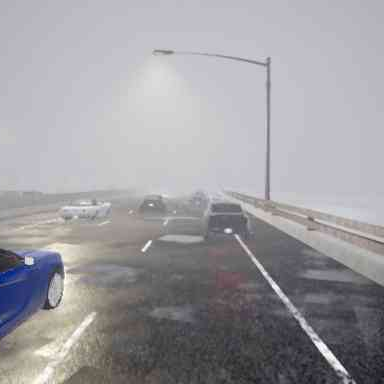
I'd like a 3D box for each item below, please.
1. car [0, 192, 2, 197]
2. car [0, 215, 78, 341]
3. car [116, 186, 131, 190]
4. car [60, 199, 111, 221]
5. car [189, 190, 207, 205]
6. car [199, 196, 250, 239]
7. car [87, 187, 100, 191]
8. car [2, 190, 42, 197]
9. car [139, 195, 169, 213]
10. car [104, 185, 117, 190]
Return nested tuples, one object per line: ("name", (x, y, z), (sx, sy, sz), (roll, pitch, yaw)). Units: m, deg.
("car", (-20.457, 0.654, 36.118), (2.033, 1.411, 5.357), (0, 1, 2))
("car", (-3.360, 1.364, 4.309), (1.882, 1.535, 5.008), (0, 2, 1))
("car", (-15.268, -0.528, 76.758), (2.097, 1.767, 4.553), (0, 1, 3))
("car", (-6.618, 1.071, 21.292), (1.895, 1.301, 4.718), (0, 1, 1))
("car", (0.674, 0.709, 36.576), (1.895, 1.301, 4.718), (0, 1, 2))
("car", (1.391, 1.140, 14.795), (1.837, 1.490, 4.892), (0, 1, 1))
("car", (-22.350, -0.308, 75.345), (2.128, 1.511, 4.902), (0, 1, 3))
("car", (-17.002, 0.624, 34.524), (1.882, 1.535, 5.008), (0, 1, 2))
("car", (-2.999, 0.905, 26.785), (1.994, 1.385, 4.181), (0, 1, 1))
("car", (-18.745, -0.684, 77.294), (2.150, 2.045, 5.566), (0, 1, 3))
